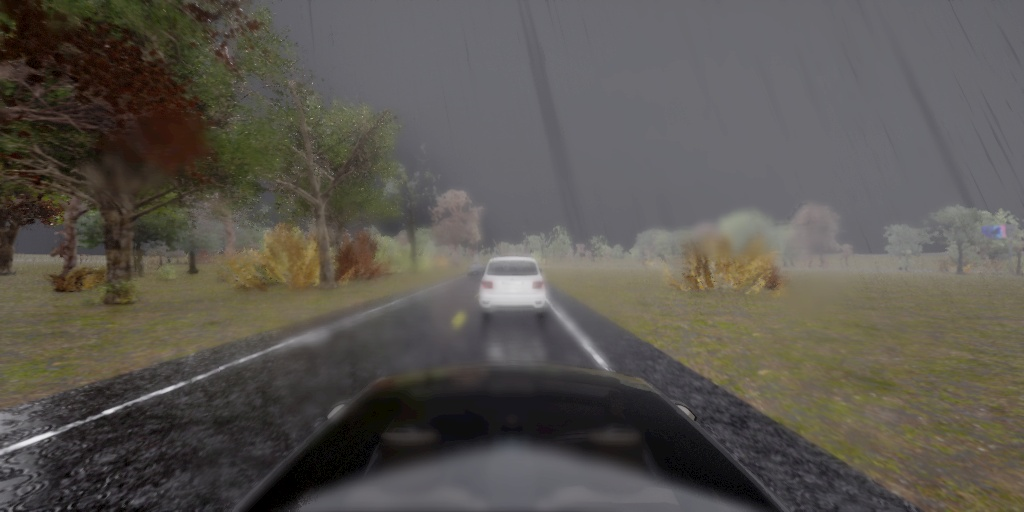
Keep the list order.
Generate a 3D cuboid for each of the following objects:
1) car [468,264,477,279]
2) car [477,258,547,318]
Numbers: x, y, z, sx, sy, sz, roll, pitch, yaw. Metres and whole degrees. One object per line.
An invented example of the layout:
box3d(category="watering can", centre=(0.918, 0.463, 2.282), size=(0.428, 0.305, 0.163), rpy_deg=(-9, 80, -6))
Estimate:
box3d(category="car", centre=(-3.588, 1.660, 39.265), size=(1.837, 1.490, 4.892), rpy_deg=(0, -1, 0))
box3d(category="car", centre=(0.083, 1.105, 13.768), size=(2.150, 2.045, 5.566), rpy_deg=(0, 0, 0))
